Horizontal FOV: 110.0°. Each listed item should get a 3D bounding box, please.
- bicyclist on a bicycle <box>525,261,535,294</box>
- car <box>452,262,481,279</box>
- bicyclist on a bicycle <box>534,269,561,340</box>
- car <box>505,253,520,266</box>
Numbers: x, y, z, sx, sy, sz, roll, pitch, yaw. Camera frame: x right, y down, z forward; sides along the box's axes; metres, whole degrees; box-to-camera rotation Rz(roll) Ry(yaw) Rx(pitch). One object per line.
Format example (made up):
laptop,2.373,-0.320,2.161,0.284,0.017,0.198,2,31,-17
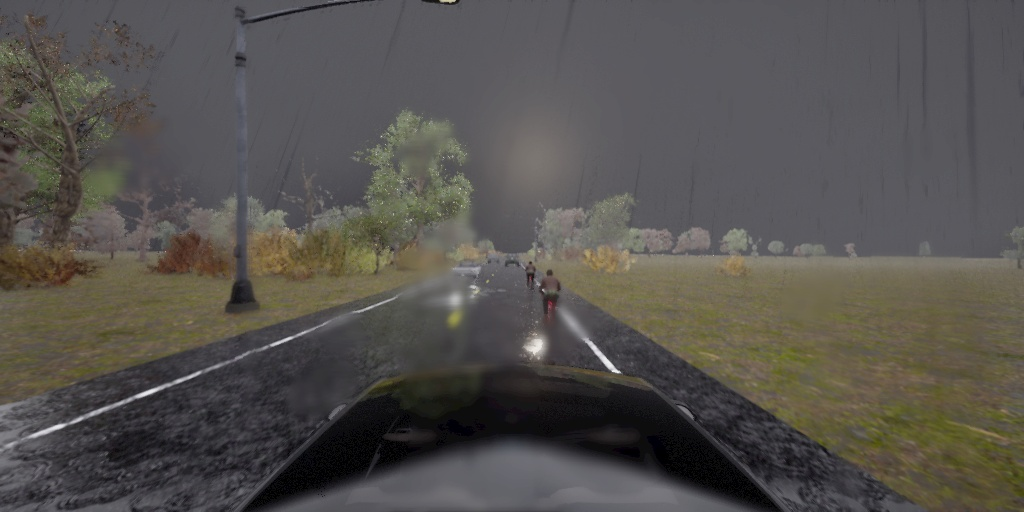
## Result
bicyclist on a bicycle,0.946,1.086,18.123,0.582,1.620,1.656,0,0,0
car,-3.623,1.153,29.195,1.895,1.301,4.718,0,0,0
bicyclist on a bicycle,0.956,1.153,8.804,0.582,1.620,1.656,0,0,0
car,0.041,0.559,56.838,2.150,2.045,5.566,0,0,0
